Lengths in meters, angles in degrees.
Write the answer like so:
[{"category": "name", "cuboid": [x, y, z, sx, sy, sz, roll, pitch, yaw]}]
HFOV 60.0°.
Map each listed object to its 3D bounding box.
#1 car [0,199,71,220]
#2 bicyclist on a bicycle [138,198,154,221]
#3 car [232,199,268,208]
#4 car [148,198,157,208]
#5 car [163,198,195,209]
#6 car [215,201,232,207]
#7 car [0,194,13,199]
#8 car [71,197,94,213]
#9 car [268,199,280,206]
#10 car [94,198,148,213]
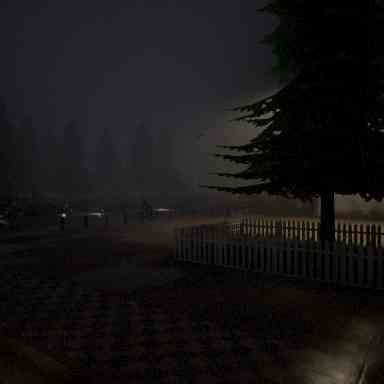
[{"category": "car", "cuboid": [-13.687, 1.547, 28.861, 2.033, 1.411, 5.357, 0, 0, 35]}, {"category": "bicyclist on a bicycle", "cuboid": [-3.385, 1.302, 24.388, 1.656, 1.620, 0.582, 0, 0, 36]}, {"category": "car", "cuboid": [8.414, 1.221, 47.443, 2.150, 2.045, 5.566, 0, 0, 36]}, {"category": "car", "cuboid": [-6.621, 1.526, 44.779, 1.812, 1.442, 4.674, 0, 0, 36]}, {"category": "car", "cuboid": [-1.665, 1.547, 45.680, 2.033, 1.411, 5.357, 0, 0, 36]}, {"category": "car", "cuboid": [5.147, 1.564, 48.961, 1.994, 1.385, 4.181, 0, 0, 35]}, {"category": "car", "cuboid": [-18.174, 1.222, 28.597, 2.150, 2.045, 5.566, 0, 0, 35]}, {"category": "car", "cuboid": [-12.570, 1.352, 36.448, 2.097, 1.767, 4.553, 0, 0, 36]}, {"category": "car", "cuboid": [14.328, 1.547, 55.741, 2.033, 1.411, 5.357, 0, 0, 36]}, {"category": "car", "cuboid": [-7.838, 1.547, 37.055, 2.033, 1.411, 5.357, 0, 0, 35]}]
